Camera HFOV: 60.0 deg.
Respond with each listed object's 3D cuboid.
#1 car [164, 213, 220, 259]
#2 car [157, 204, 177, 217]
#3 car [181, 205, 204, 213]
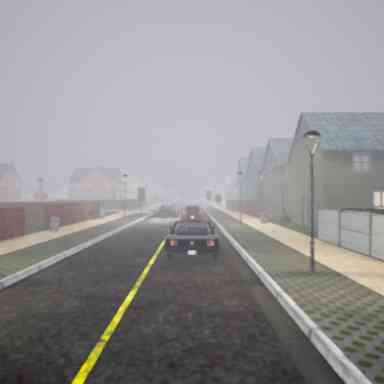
[{"bbox_3d":[0.023,1.745,13.249,1.895,1.301,4.718,0,-1,0],"label":"car"},{"bbox_3d":[-2.742,1.997,36.814,1.895,1.301,4.718,0,-1,0],"label":"car"},{"bbox_3d":[0.042,1.837,28.887,1.812,1.442,4.674,0,0,1],"label":"car"}]
